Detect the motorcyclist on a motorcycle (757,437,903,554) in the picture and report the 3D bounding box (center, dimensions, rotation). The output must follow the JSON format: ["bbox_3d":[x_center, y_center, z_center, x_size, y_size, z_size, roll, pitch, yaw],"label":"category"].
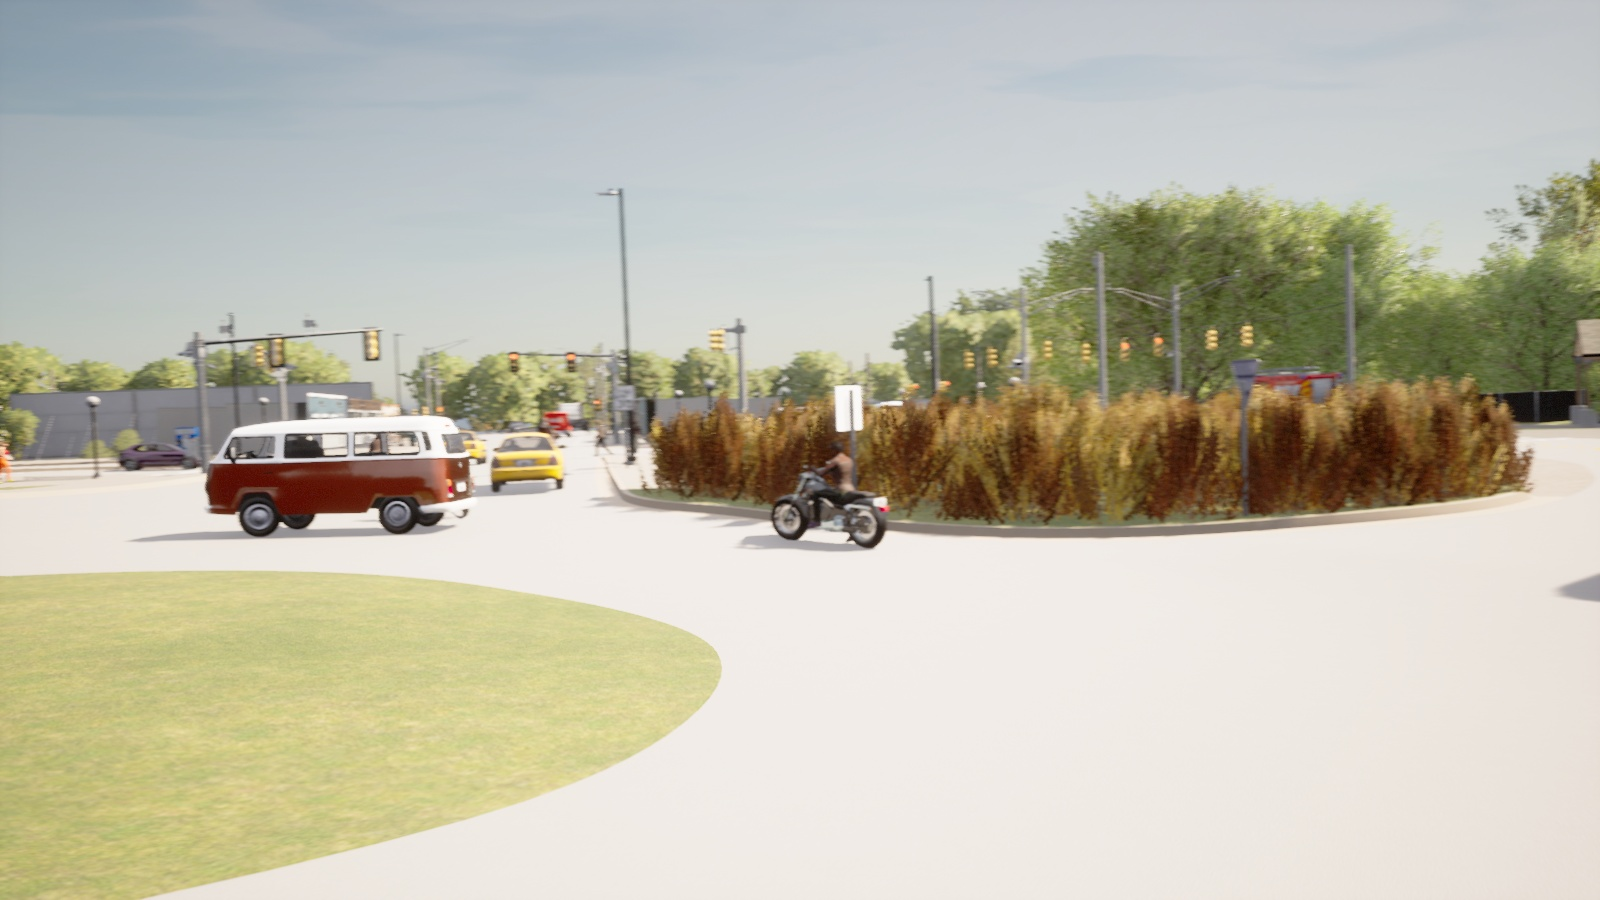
[{"bbox_3d":[0.437,0.655,19.430,2.350,1.649,0.766,2,4,45],"label":"motorcyclist on a motorcycle"}]

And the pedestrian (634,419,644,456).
[{"bbox_3d":[-8.500,-0.680,66.337,0.402,1.930,0.666,-3,3,-7],"label":"pedestrian"}]

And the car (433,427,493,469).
[{"bbox_3d":[-13.921,-0.107,52.122,1.801,1.575,5.366,-3,1,-10],"label":"car"}]

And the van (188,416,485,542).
[{"bbox_3d":[-8.190,0.479,22.514,4.480,2.038,2.069,-1,1,2],"label":"van"}]

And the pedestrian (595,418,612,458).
[{"bbox_3d":[-9.235,-0.562,58.975,0.634,1.846,0.331,-3,3,-19],"label":"pedestrian"}]

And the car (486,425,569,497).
[{"bbox_3d":[-6.998,0.212,32.699,1.801,1.575,5.366,-3,2,-10],"label":"car"}]

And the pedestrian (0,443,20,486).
[{"bbox_3d":[-34.360,0.630,54.565,0.594,1.836,0.345,-3,3,-13],"label":"pedestrian"}]

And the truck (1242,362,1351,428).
[{"bbox_3d":[31.429,-3.468,79.983,2.891,3.827,8.468,-3,2,-4],"label":"truck"}]

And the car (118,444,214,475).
[{"bbox_3d":[-33.429,0.470,66.354,4.193,1.474,1.816,-1,2,-14],"label":"car"}]
